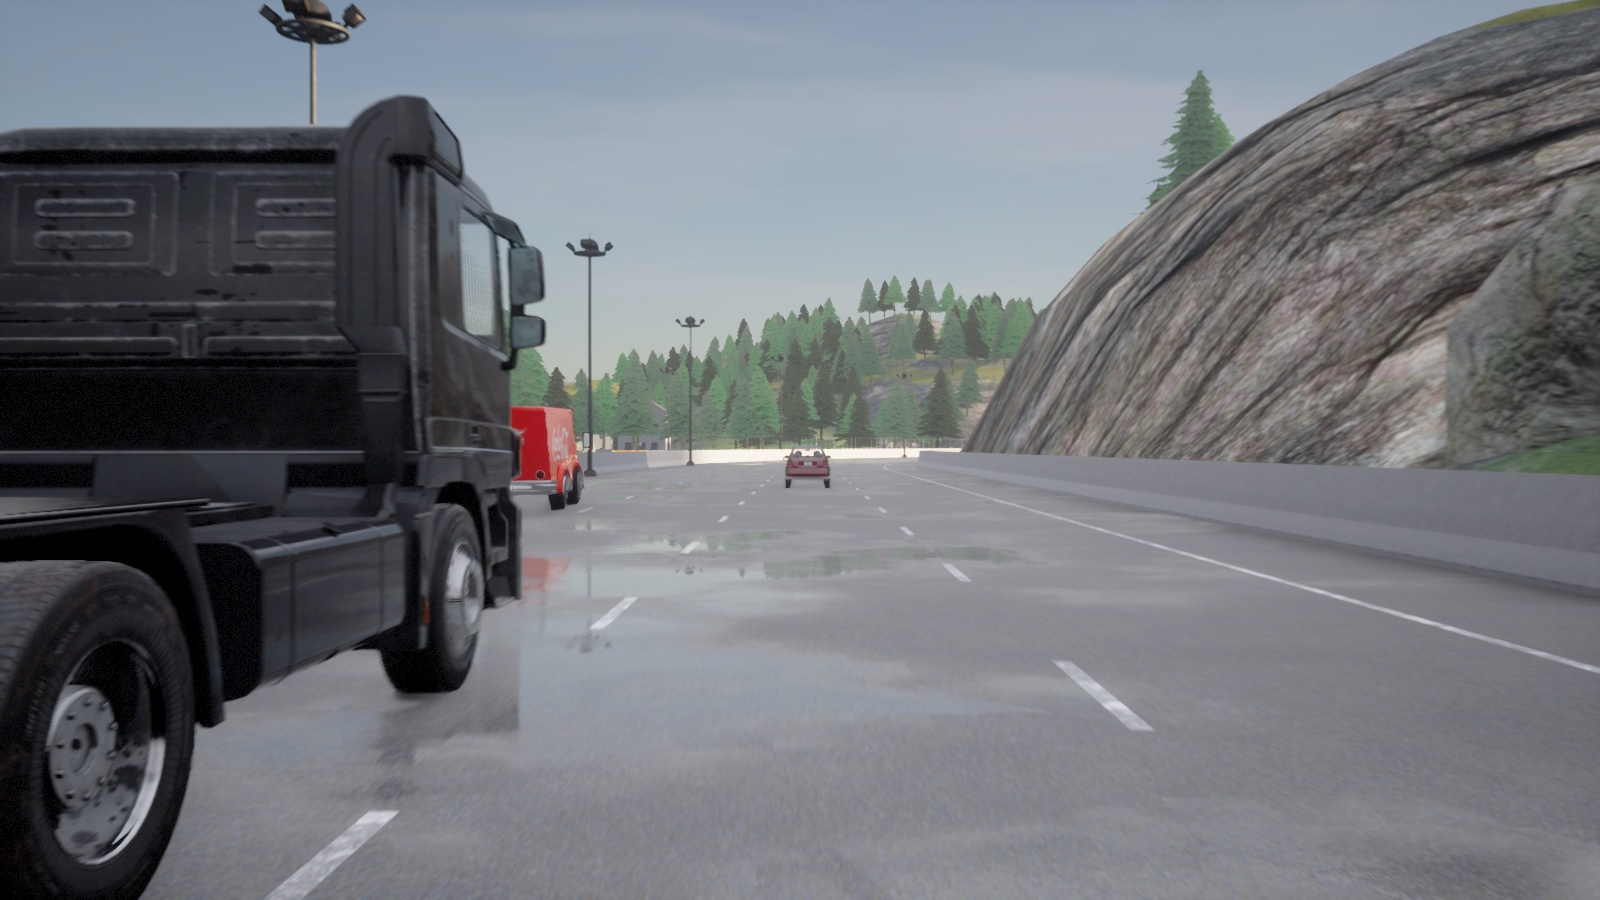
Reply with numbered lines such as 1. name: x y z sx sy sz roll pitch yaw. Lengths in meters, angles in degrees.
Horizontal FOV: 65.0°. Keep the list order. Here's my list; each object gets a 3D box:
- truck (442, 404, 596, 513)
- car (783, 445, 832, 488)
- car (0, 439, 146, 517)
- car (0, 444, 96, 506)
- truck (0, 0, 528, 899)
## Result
1. truck: -6.805 0.177 31.139 2.627 2.467 5.204 0 0 0
2. car: 0.289 0.601 47.574 1.789 1.549 3.705 0 0 0
3. car: -17.319 0.588 28.837 2.033 1.649 4.856 0 0 0
4. car: -20.792 0.622 32.883 1.882 1.535 5.008 0 0 0
5. truck: -3.454 -0.251 5.200 2.891 3.462 7.936 0 0 0
